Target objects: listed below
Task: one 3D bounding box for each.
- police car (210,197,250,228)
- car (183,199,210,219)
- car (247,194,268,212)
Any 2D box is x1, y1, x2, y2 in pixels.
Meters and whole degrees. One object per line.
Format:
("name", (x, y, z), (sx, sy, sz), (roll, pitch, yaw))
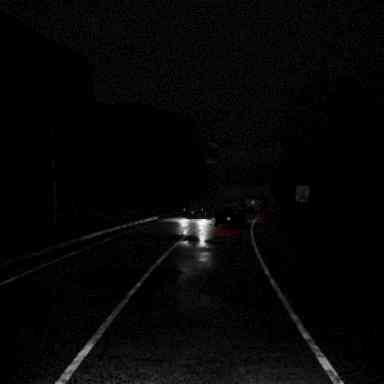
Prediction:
("police car", (2.721, 1.399, 22.636), (1.930, 1.638, 5.238), (1, 0, 11))
("car", (0.606, 1.412, 28.847), (1.837, 1.490, 4.892), (1, 0, 15))
("car", (7.895, 1.287, 40.447), (2.150, 2.045, 5.566), (2, 0, 20))
